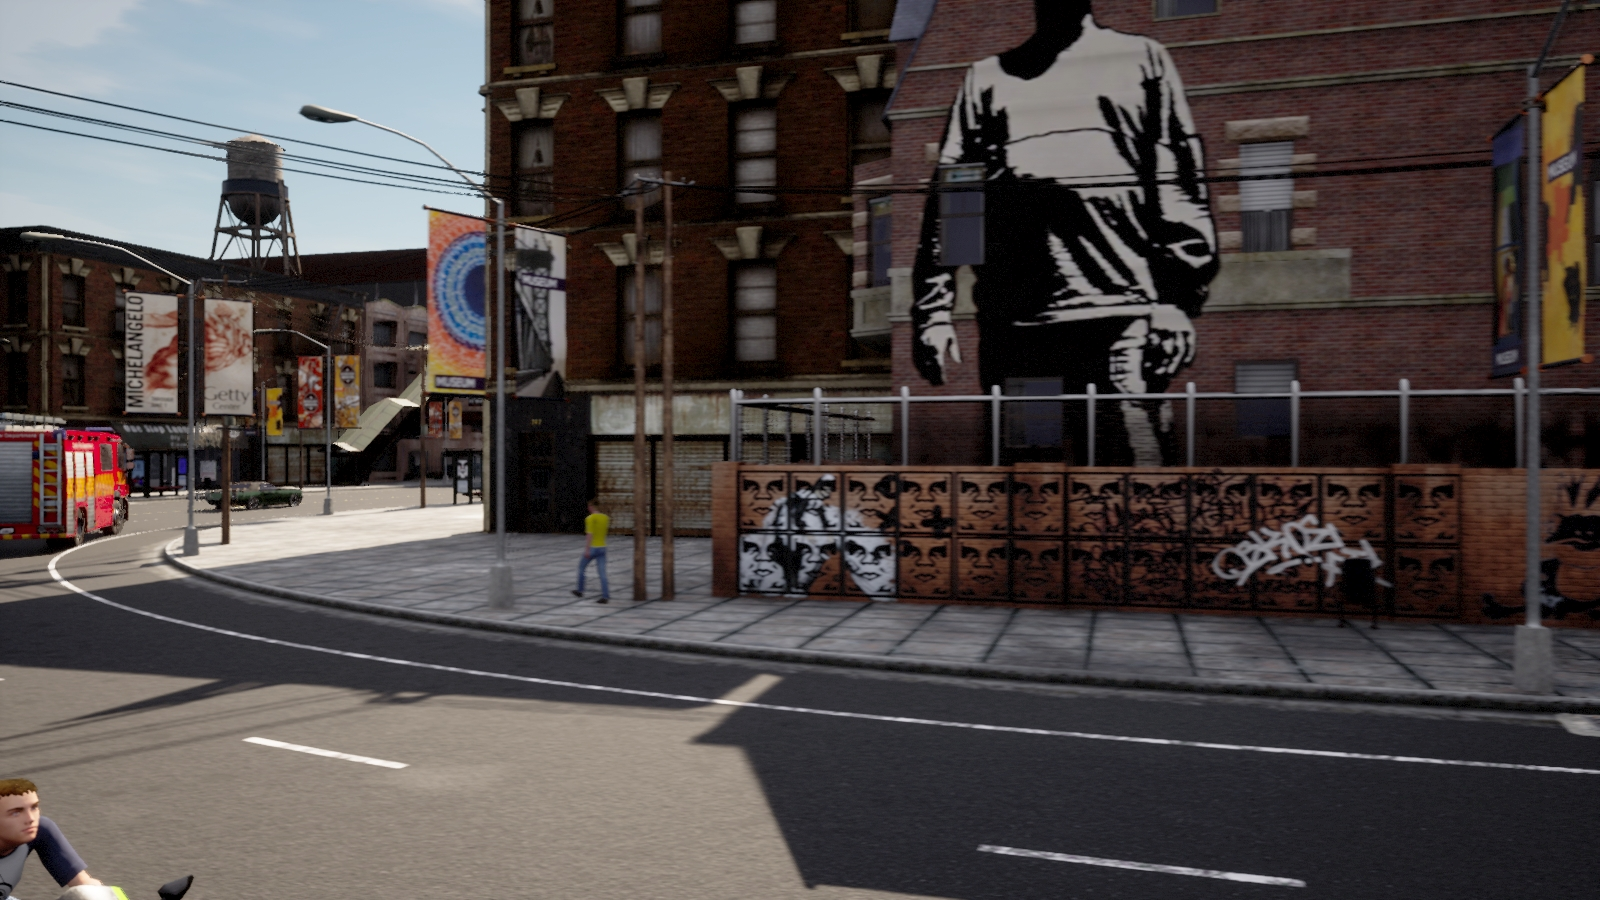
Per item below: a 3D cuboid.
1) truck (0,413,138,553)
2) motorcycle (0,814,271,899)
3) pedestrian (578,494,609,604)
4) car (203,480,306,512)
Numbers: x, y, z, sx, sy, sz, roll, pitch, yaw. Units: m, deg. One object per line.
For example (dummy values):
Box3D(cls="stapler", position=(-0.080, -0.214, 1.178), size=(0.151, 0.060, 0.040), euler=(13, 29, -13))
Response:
Box3D(cls="truck", position=(-22.904, 0.895, 35.237), size=(2.891, 3.827, 8.468), euler=(0, 0, -20))
Box3D(cls="motorcycle", position=(-3.153, 2.214, 4.506), size=(2.033, 1.145, 0.803), euler=(0, 0, 24))
Box3D(cls="pedestrian", position=(-3.572, 1.699, 19.734), size=(0.375, 1.860, 0.375), euler=(0, 0, 41))
Box3D(cls="car", position=(-25.997, 2.163, 54.616), size=(1.895, 1.301, 4.718), euler=(0, 0, 14))
